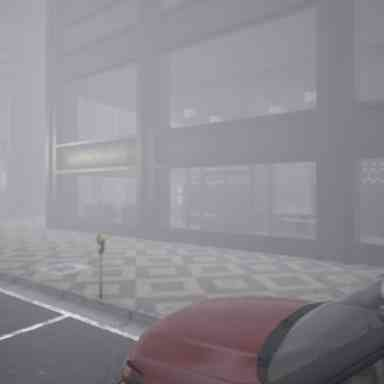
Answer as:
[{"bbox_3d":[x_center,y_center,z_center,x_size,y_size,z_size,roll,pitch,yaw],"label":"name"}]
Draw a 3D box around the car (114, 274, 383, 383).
[{"bbox_3d":[1.747,1.316,1.717,5.009,1.841,2.192,0,0,36],"label":"car"}]
